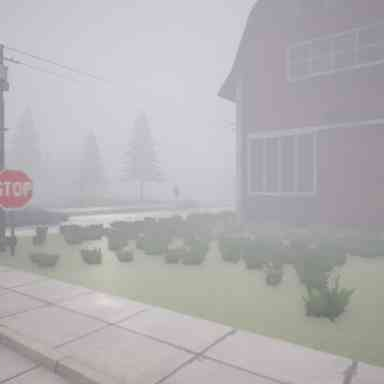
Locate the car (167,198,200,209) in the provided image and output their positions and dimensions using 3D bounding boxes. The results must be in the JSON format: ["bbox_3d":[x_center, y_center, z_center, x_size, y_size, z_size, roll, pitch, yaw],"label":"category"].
[{"bbox_3d":[-0.922,1.454,39.167,2.128,1.511,4.902,0,0,37],"label":"car"}]

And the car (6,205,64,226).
[{"bbox_3d":[-10.492,1.515,20.663,2.033,1.411,5.357,0,0,41],"label":"car"}]
